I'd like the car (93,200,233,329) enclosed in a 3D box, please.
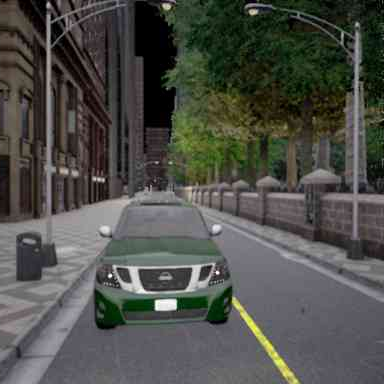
[{"bbox_3d":[-0.692,1.228,7.393,2.150,2.045,5.566,0,0,-7],"label":"car"}]
